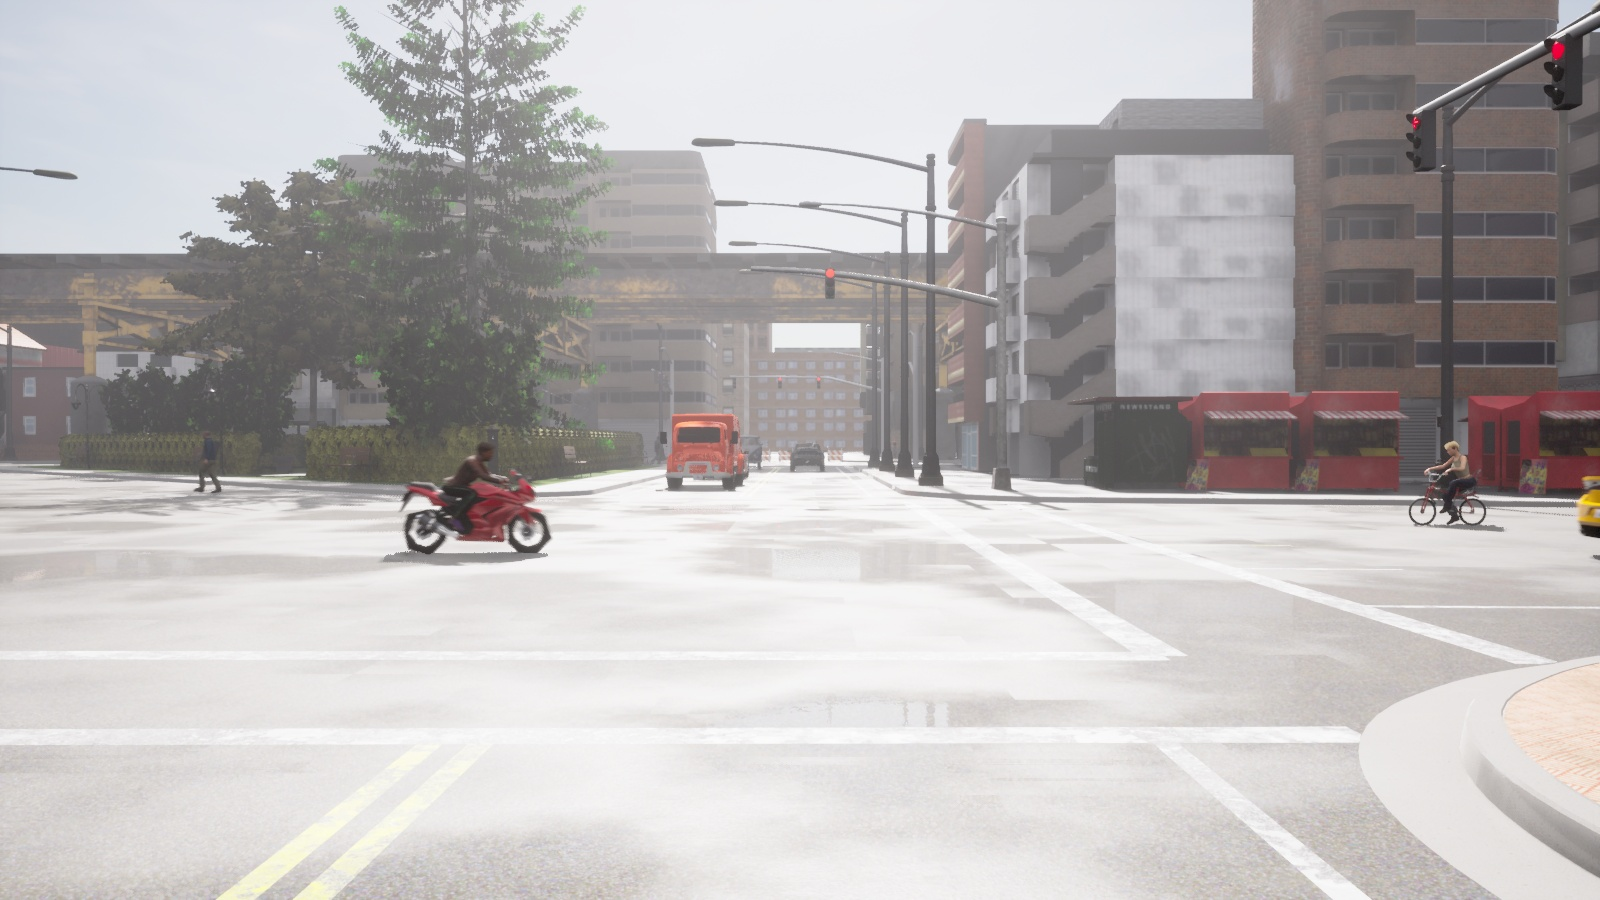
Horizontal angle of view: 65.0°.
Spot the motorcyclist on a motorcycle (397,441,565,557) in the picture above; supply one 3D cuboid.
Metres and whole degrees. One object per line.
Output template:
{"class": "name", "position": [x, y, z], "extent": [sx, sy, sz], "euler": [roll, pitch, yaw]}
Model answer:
{"class": "motorcyclist on a motorcycle", "position": [-4.260, 0.640, 16.863], "extent": [2.044, 1.523, 0.797], "euler": [0, 0, 0]}

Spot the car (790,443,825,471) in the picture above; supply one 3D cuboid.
{"class": "car", "position": [0.406, 0.366, 68.269], "extent": [1.837, 1.490, 4.892], "euler": [0, 0, 0]}

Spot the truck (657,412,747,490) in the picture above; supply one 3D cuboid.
{"class": "truck", "position": [-3.240, 0.017, 42.607], "extent": [2.627, 2.467, 5.204], "euler": [0, 0, 0]}

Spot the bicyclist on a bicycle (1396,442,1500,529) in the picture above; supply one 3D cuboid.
{"class": "bicyclist on a bicycle", "position": [12.324, 0.658, 23.903], "extent": [1.509, 1.612, 0.866], "euler": [1, 0, -1]}

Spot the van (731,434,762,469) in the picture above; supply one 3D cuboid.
{"class": "van", "position": [-3.078, 0.085, 72.925], "extent": [1.775, 1.987, 4.442], "euler": [0, 0, -2]}

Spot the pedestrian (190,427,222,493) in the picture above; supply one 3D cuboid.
{"class": "pedestrian", "position": [-16.844, 0.279, 35.615], "extent": [0.726, 1.842, 0.402], "euler": [0, 0, -6]}

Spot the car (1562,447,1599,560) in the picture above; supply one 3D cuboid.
{"class": "car", "position": [13.335, 0.756, 16.902], "extent": [5.008, 1.535, 1.882], "euler": [1, 0, 0]}

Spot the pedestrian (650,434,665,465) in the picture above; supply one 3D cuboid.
{"class": "pedestrian", "position": [-8.802, -0.046, 77.525], "extent": [0.849, 1.883, 0.563], "euler": [0, 0, -12]}
